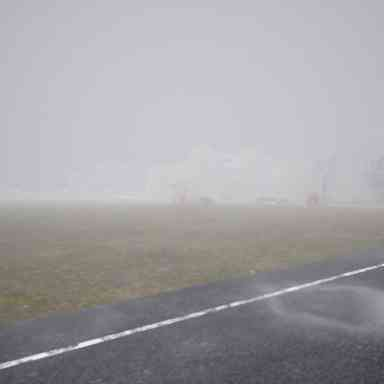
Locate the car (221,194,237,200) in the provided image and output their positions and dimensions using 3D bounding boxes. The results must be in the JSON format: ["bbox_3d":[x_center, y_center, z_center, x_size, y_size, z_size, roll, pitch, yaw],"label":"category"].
[{"bbox_3d":[8.794,1.215,78.787,1.812,1.442,4.674,0,0,-34],"label":"car"}]

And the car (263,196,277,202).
[{"bbox_3d":[15.266,1.421,69.111,1.895,1.301,4.718,0,0,-34],"label":"car"}]
